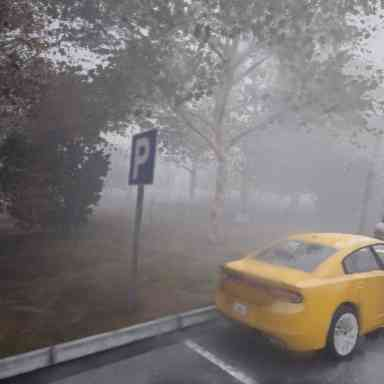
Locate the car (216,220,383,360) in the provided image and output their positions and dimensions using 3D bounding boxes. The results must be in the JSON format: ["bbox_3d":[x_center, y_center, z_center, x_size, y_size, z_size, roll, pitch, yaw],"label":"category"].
[{"bbox_3d":[2.744,1.488,6.014,5.008,1.535,2.097,0,0,-33],"label":"car"}]

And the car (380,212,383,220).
[{"bbox_3d":[7.308,1.244,9.268,5.566,2.045,2.435,0,0,-33],"label":"car"}]
